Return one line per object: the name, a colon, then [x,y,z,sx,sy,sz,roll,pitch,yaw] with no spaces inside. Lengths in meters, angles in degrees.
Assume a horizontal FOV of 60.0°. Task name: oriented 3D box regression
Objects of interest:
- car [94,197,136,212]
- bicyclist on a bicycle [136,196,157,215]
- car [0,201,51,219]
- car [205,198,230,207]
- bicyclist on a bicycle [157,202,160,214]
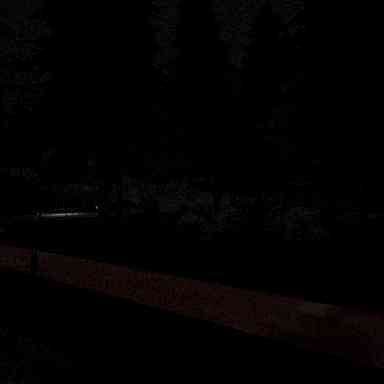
car: [-8.278,1.329,35.889,2.128,1.511,4.902,0,0,36]
bicyclist on a bicycle: [-4.072,1.141,28.424,1.656,1.620,0.582,0,0,15]
car: [-14.331,1.438,27.403,1.895,1.301,4.718,0,0,35]
car: [3.900,1.518,45.486,5.008,1.535,1.882,0,0,-43]
bicyclist on a bicycle: [-3.511,1.142,28.907,1.656,1.620,0.582,0,0,22]
